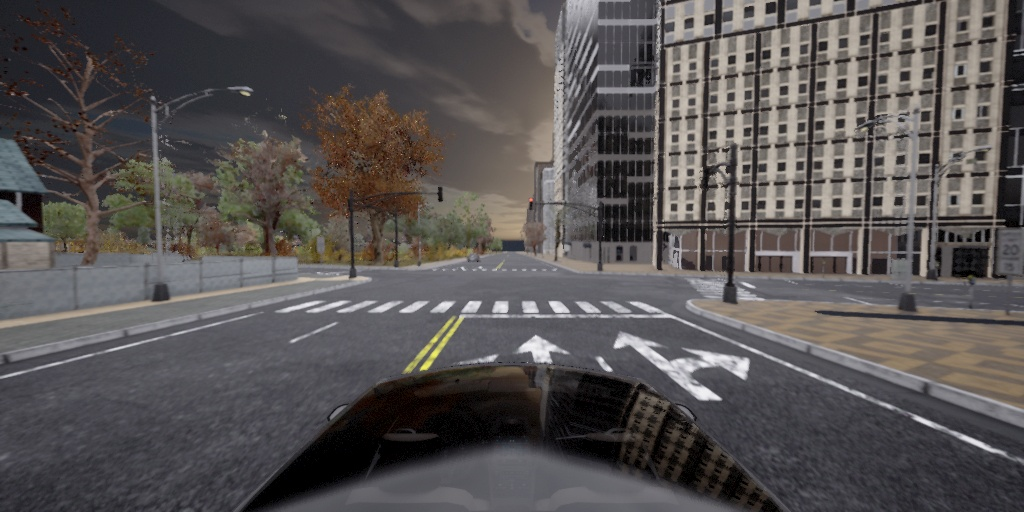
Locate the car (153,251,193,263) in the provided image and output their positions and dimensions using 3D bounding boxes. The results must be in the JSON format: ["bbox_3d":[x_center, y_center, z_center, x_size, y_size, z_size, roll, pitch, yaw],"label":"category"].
[{"bbox_3d":[-35.864,0.276,37.592,4.553,1.767,2.097,1,3,21],"label":"car"}]

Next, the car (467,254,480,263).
[{"bbox_3d":[-6.479,0.343,60.616,2.128,1.511,4.902,0,2,0],"label":"car"}]
